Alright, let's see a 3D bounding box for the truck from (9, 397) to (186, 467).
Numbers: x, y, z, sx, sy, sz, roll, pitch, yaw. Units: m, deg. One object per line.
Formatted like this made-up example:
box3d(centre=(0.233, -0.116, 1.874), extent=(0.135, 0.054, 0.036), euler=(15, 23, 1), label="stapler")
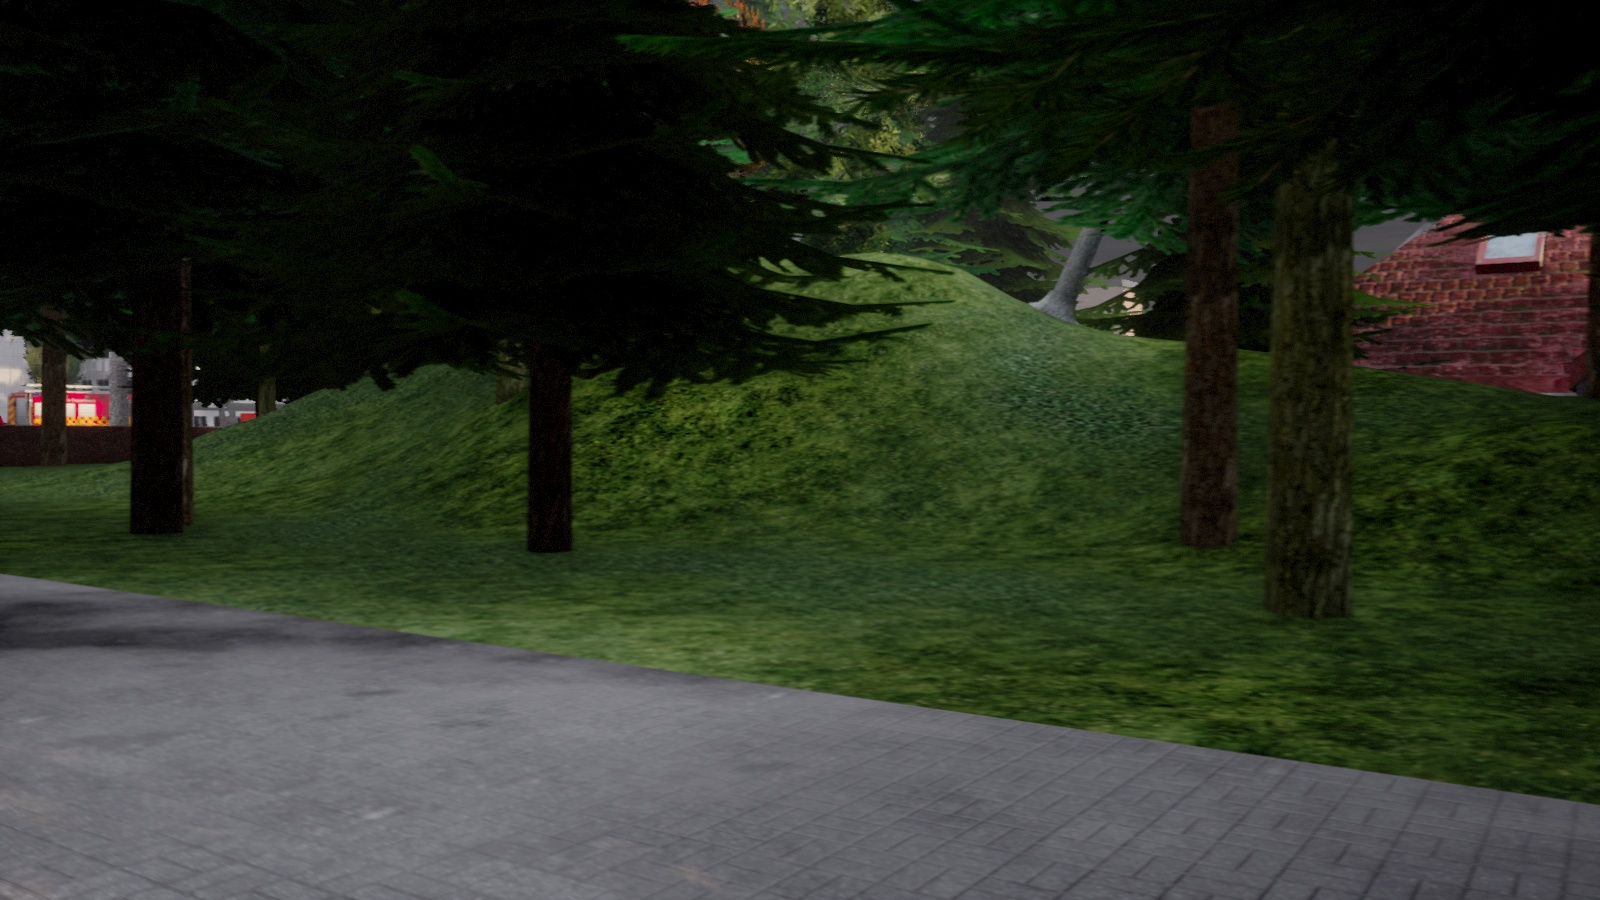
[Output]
box3d(centre=(-40.416, -1.058, 72.607), extent=(2.891, 3.827, 8.468), euler=(0, 1, 34), label="truck")
